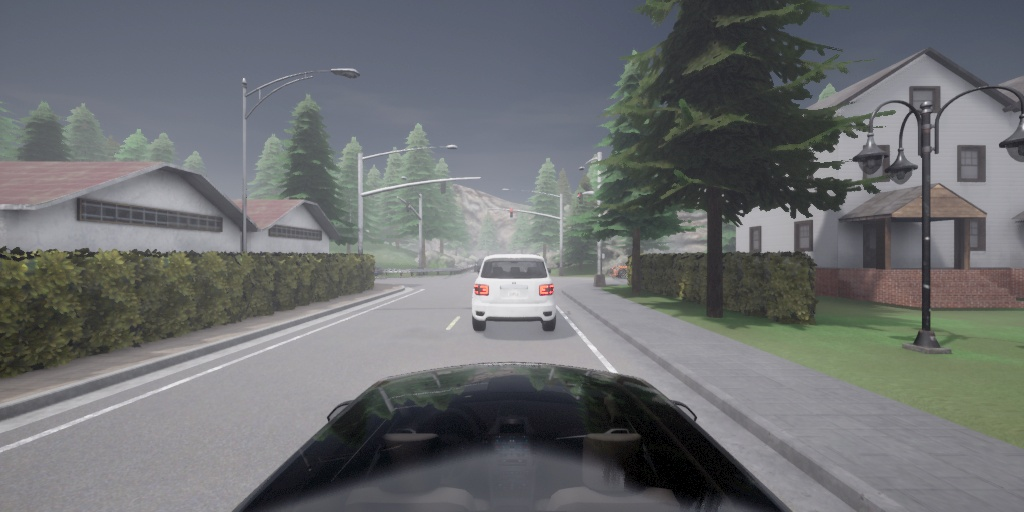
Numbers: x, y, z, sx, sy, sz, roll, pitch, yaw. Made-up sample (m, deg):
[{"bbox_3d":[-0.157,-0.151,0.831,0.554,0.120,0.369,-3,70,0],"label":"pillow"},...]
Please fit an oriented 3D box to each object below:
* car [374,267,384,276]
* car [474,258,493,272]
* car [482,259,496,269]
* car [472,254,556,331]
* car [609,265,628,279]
[{"bbox_3d":[-14.108,1.282,31.341,5.357,1.411,2.033,0,0,0],"label":"car"},{"bbox_3d":[-3.582,1.102,45.572,2.097,1.767,4.553,0,0,0],"label":"car"},{"bbox_3d":[-3.574,1.276,55.557,1.812,1.442,4.674,0,0,0],"label":"car"},{"bbox_3d":[0.066,0.971,11.088,2.150,2.045,5.566,0,0,0],"label":"car"},{"bbox_3d":[10.788,1.088,31.154,4.553,1.767,2.097,0,0,0],"label":"car"}]
